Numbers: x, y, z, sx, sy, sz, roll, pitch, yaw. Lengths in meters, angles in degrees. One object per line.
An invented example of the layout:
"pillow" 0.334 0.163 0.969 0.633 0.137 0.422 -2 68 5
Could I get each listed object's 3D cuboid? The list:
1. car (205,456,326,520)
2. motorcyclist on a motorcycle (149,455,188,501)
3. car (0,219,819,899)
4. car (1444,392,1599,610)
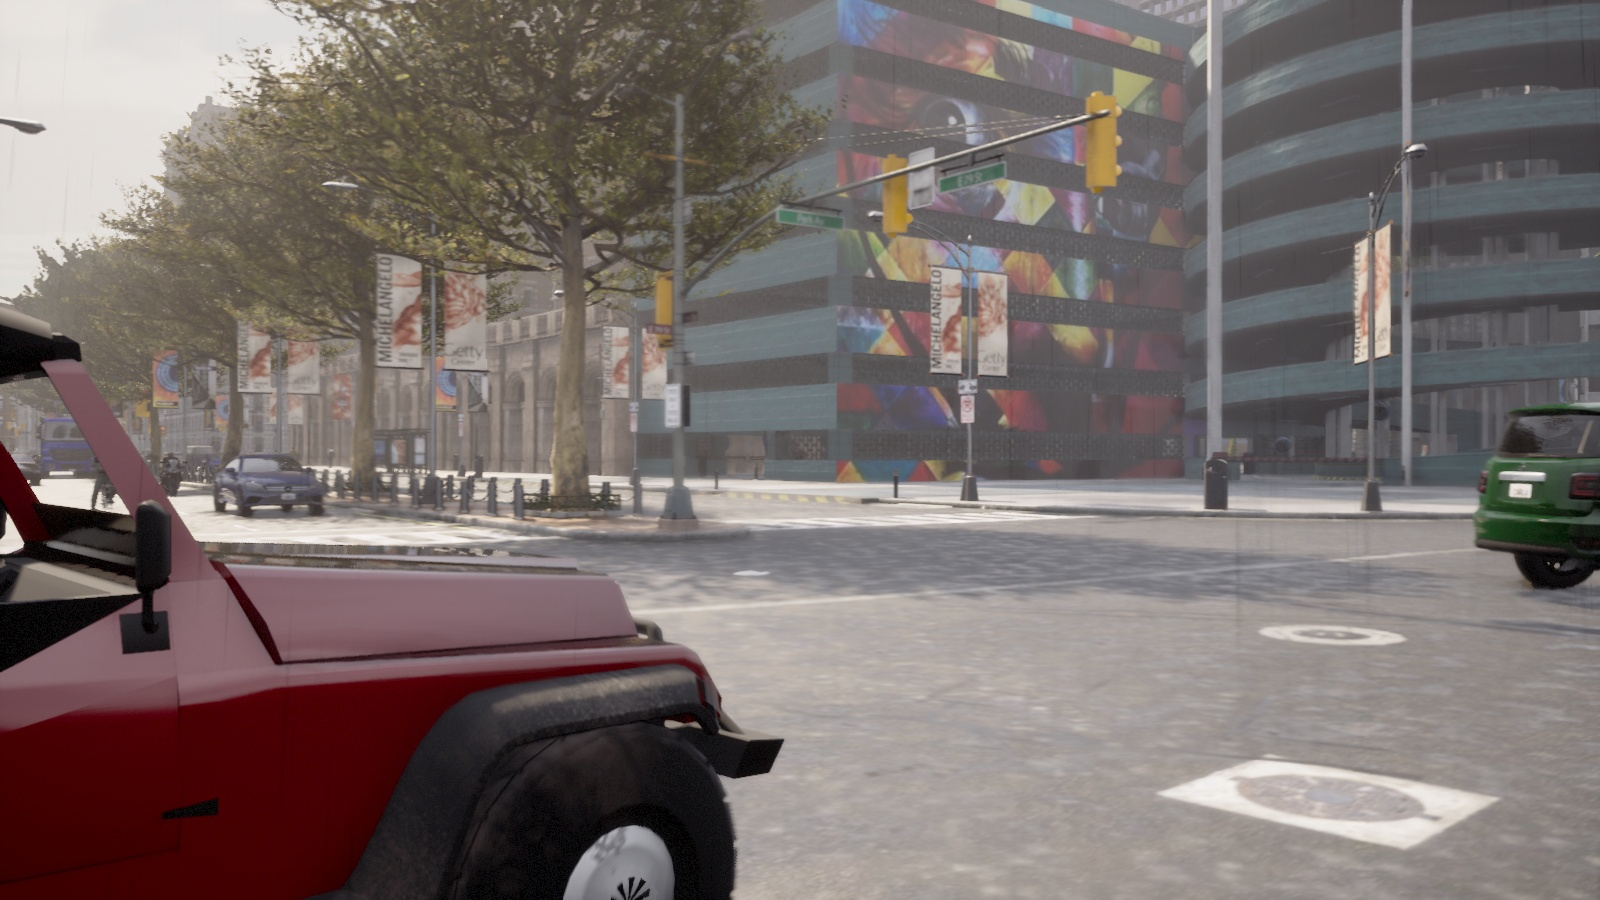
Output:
"car" -13.180 0.874 30.799 1.812 1.442 4.674 0 0 -35
"motorcyclist on a motorcycle" -21.354 0.929 42.444 0.866 1.530 2.191 0 0 -35
"car" -2.011 0.552 2.798 3.866 1.878 1.905 0 0 -43
"car" 10.063 0.475 13.287 5.566 2.045 2.150 0 0 -8
